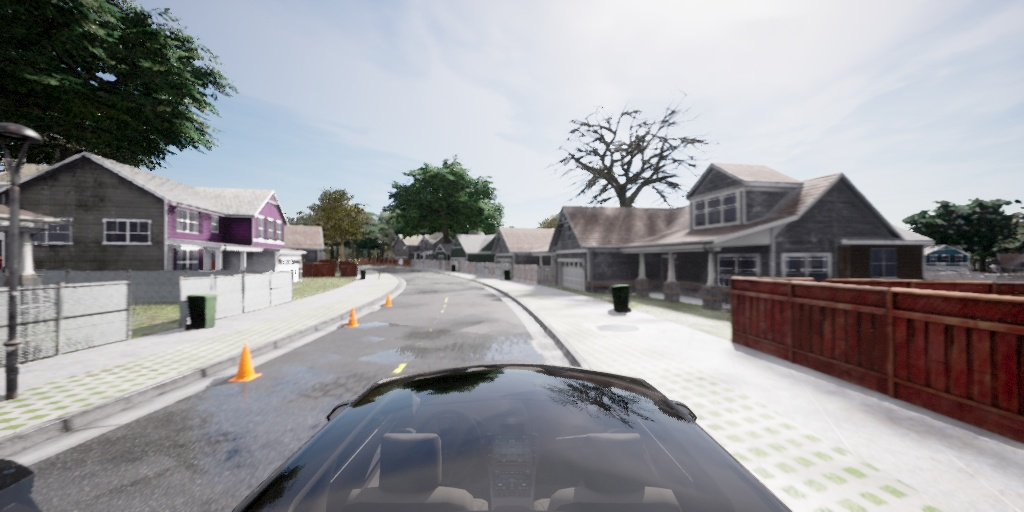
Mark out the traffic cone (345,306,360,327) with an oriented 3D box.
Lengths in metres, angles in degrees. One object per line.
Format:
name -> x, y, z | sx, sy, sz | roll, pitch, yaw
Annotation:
traffic cone -> -4.862, 1.837, 10.940 | 0.340, 0.580, 0.340 | 0, 0, -5

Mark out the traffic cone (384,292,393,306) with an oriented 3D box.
traffic cone -> -5.440, 1.897, 15.789 | 0.340, 0.580, 0.340 | 0, 0, -8

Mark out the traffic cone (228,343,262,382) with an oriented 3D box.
traffic cone -> -4.512, 1.777, 6.069 | 0.340, 0.580, 0.340 | 0, 0, -3
